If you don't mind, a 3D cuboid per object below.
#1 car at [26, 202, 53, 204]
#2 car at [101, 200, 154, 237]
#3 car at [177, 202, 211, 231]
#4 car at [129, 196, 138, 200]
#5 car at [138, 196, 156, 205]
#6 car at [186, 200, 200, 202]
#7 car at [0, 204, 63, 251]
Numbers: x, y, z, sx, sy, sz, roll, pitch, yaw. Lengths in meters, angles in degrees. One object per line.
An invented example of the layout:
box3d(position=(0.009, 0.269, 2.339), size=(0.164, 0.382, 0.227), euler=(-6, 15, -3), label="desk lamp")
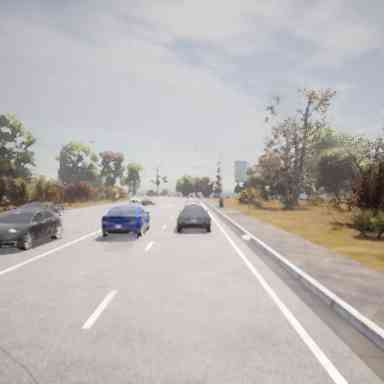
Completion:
box3d(position=(-10.589, 1.443, 22.718), size=(2.128, 1.511, 4.902), euler=(0, 0, 0), label="car")
box3d(position=(-3.392, 1.439, 17.792), size=(1.882, 1.535, 5.008), euler=(0, 0, 0), label="car")
box3d(position=(0.110, 1.520, 20.188), size=(1.994, 1.385, 4.181), euler=(0, 0, 0), label="car")
box3d(position=(-10.501, 1.392, 62.207), size=(1.812, 1.442, 4.674), euler=(0, 0, 1), label="car")
box3d(position=(-7.040, 1.485, 53.658), size=(1.895, 1.301, 4.718), euler=(0, 0, 0), label="car")
box3d(position=(0.116, 1.518, 38.335), size=(1.895, 1.301, 4.718), euler=(0, 0, 0), label="car")
box3d(position=(-7.094, 1.475, 14.057), size=(1.837, 1.490, 4.892), euler=(0, 0, 0), label="car")
